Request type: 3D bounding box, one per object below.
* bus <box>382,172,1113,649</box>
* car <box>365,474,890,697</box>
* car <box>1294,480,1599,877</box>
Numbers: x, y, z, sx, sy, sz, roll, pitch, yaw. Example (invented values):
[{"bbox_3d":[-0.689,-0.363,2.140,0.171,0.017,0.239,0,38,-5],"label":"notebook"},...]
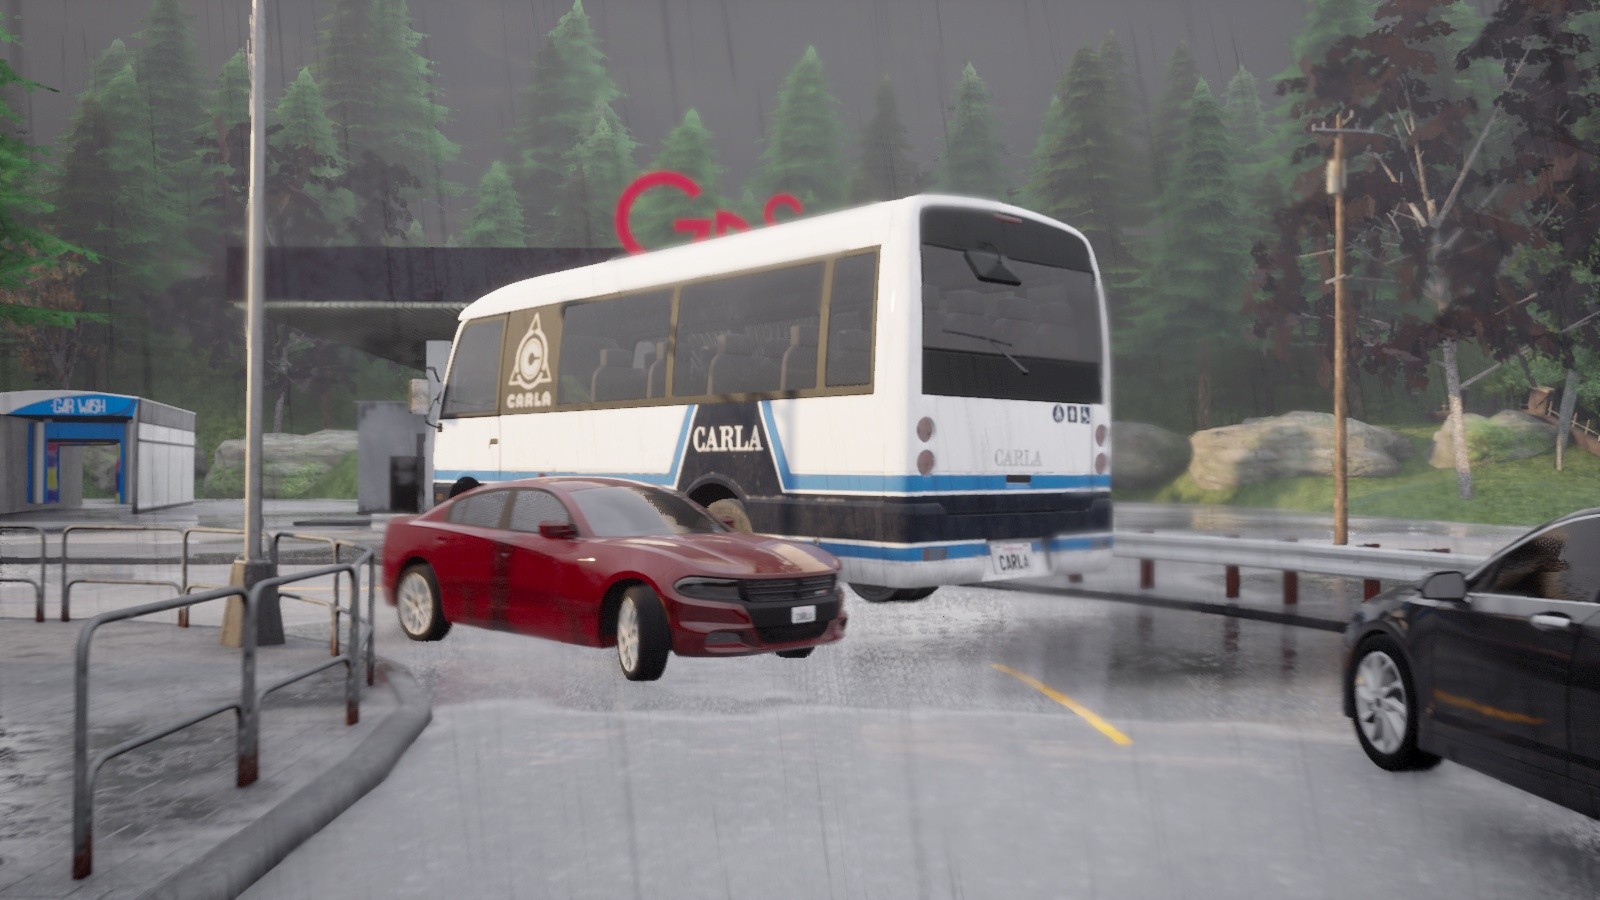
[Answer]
[{"bbox_3d":[-1.438,-0.284,16.368,3.944,4.253,10.273,0,-1,-41],"label":"bus"},{"bbox_3d":[-1.737,0.987,11.081,5.008,1.535,1.882,-1,-2,44],"label":"car"},{"bbox_3d":[3.968,0.892,5.237,1.837,1.490,4.892,0,-1,-1],"label":"car"}]
